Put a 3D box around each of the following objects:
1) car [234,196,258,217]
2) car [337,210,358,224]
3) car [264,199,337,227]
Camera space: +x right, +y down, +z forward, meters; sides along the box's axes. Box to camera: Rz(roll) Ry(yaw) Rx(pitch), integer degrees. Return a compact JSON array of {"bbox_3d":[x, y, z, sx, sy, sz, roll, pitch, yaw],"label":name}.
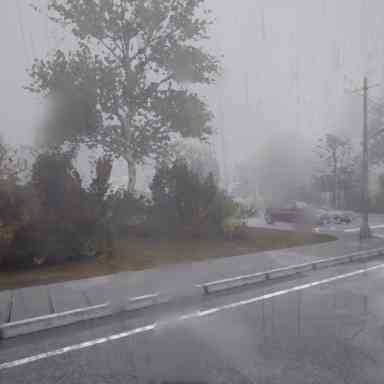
[{"bbox_3d":[3.944,1.430,33.373,2.150,2.045,5.566,0,-1,-41],"label":"car"},{"bbox_3d":[10.182,1.675,25.840,1.895,1.301,4.718,0,-1,-39],"label":"car"},{"bbox_3d":[7.389,1.426,23.637,2.097,1.767,4.553,0,-1,-38],"label":"car"}]
